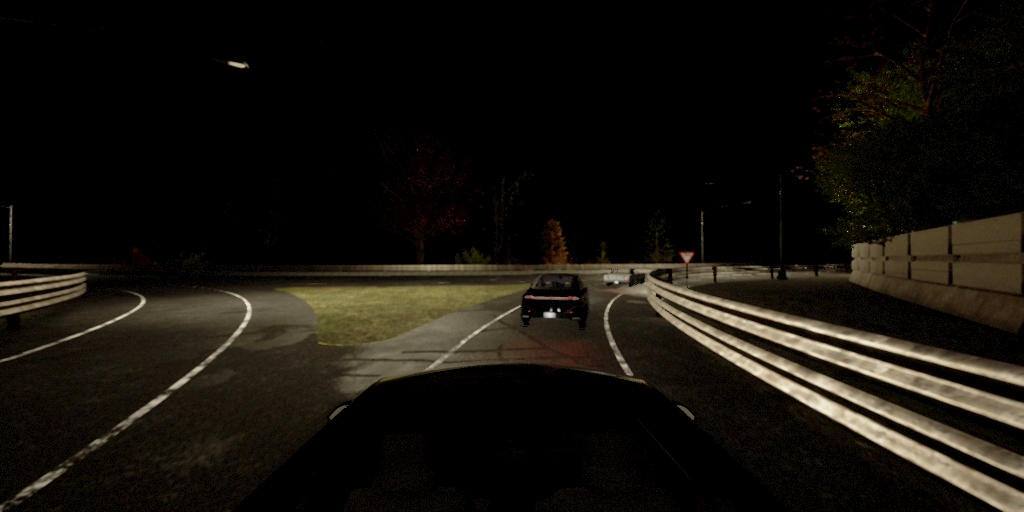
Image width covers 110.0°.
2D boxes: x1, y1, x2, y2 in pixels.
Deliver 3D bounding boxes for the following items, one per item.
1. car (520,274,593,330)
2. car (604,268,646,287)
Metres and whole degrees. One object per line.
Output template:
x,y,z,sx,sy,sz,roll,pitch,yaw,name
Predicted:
1.544,1.327,11.653,2.128,1.511,4.902,0,0,13,car
8.564,1.570,26.852,1.895,1.301,4.718,0,-1,35,car
